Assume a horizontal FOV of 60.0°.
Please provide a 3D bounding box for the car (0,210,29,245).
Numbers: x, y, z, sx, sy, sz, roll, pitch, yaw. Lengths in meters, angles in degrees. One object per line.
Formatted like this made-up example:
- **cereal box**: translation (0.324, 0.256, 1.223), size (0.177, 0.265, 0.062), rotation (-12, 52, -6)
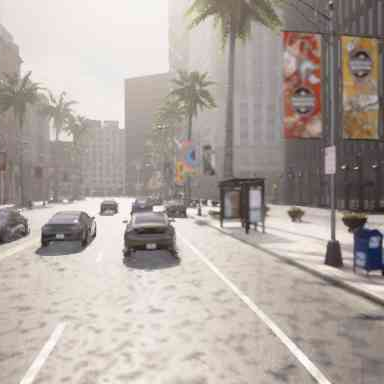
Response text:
- **car**: translation (-9.358, 1.608, 16.110), size (1.812, 1.442, 4.674), rotation (0, 0, -9)

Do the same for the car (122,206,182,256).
- **car**: translation (-1.686, 1.523, 13.221), size (1.837, 1.490, 4.892), rotation (0, 0, -9)

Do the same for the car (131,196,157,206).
- **car**: translation (-4.940, 1.403, 33.022), size (2.097, 1.767, 4.553), rotation (0, 0, -10)

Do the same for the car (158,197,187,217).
- **car**: translation (-1.648, 1.504, 31.470), size (2.231, 1.521, 4.892), rotation (0, 0, -10)

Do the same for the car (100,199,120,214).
- **car**: translation (-9.184, 1.592, 37.177), size (1.837, 1.490, 4.892), rotation (0, 0, -10)

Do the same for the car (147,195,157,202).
- **car**: translation (-9.837, 1.619, 82.118), size (2.161, 1.482, 4.786), rotation (0, 0, -10)

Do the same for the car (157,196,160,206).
- **car**: translation (-6.507, 1.426, 60.441), size (2.185, 1.767, 4.553), rotation (0, 0, -10)

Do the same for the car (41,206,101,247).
- **car**: translation (-5.534, 1.576, 15.332), size (1.812, 1.442, 4.674), rotation (0, 0, -9)
